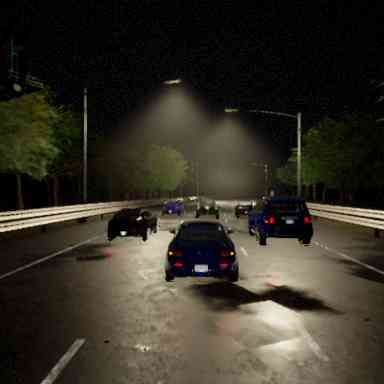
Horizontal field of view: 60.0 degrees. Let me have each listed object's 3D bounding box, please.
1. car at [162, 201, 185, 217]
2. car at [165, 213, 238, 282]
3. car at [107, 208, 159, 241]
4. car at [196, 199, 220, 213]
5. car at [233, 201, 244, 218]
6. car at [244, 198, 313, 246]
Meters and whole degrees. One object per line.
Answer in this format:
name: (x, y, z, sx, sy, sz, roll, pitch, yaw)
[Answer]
car: (-1.832, 1.665, 33.449, 1.812, 1.442, 4.674, 0, 0, 5)
car: (0.282, 1.565, 9.832, 1.812, 1.442, 4.674, 0, 0, 2)
car: (-2.924, 1.574, 17.166, 1.837, 1.490, 4.892, 0, 0, 3)
car: (1.559, 1.487, 31.996, 2.097, 1.767, 4.553, 0, 0, 5)
car: (5.080, 1.628, 32.119, 2.128, 1.511, 4.902, 0, 0, 5)
car: (4.013, 1.288, 15.886, 2.150, 2.045, 5.566, 0, 0, 3)
